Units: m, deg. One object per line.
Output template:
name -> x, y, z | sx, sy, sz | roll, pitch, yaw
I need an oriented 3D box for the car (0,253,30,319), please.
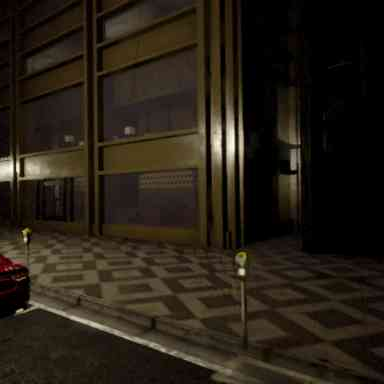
car -> -4.894, 1.580, 6.360 | 4.507, 1.381, 1.887 | 0, -1, 36
